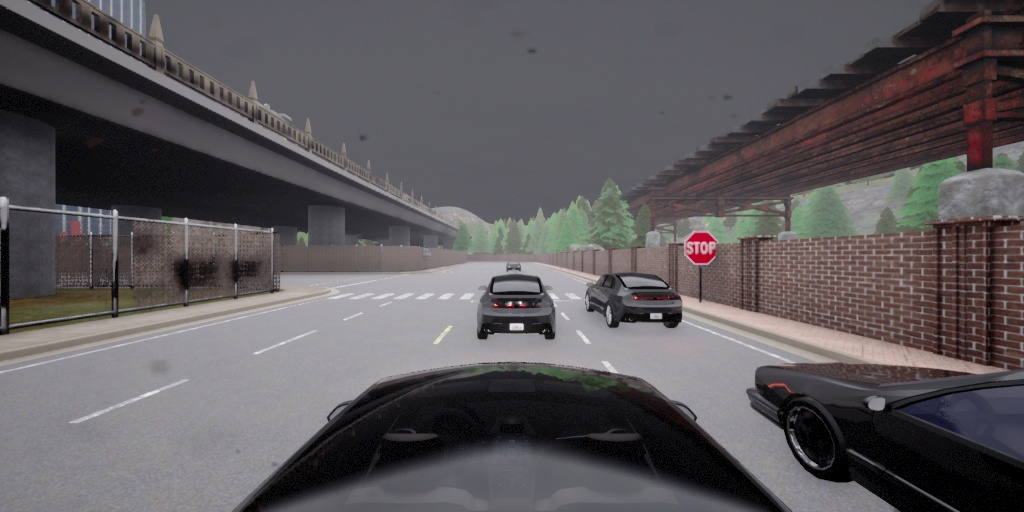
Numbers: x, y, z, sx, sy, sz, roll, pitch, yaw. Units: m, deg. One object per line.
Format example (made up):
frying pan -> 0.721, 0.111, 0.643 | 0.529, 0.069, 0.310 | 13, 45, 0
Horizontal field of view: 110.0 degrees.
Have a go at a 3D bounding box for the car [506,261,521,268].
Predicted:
car -> 0.203, 1.350, 46.293 | 1.895, 1.301, 4.718 | 0, 0, -1

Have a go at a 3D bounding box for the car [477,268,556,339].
car -> 0.102, 1.255, 10.009 | 1.837, 1.490, 4.892 | 0, 0, 0

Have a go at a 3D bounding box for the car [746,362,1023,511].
car -> 3.600, 1.297, 1.620 | 2.033, 1.411, 5.357 | 0, 0, 0

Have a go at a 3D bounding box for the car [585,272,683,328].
car -> 3.604, 1.255, 11.366 | 1.837, 1.490, 4.892 | 0, 0, 0
